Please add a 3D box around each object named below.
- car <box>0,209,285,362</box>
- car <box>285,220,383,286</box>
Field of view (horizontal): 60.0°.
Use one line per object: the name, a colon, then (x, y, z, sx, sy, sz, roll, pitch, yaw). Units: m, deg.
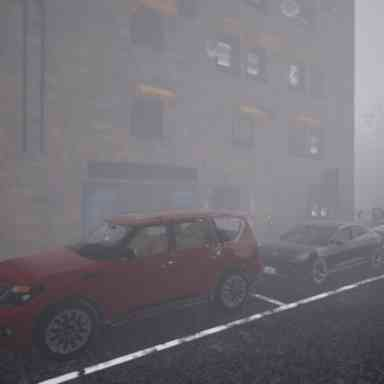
car: (-0.862, 1.296, 6.089, 5.009, 1.841, 2.192, 0, 1, -36)
car: (3.670, 1.509, 9.327, 4.313, 1.339, 1.947, 0, 1, -36)
